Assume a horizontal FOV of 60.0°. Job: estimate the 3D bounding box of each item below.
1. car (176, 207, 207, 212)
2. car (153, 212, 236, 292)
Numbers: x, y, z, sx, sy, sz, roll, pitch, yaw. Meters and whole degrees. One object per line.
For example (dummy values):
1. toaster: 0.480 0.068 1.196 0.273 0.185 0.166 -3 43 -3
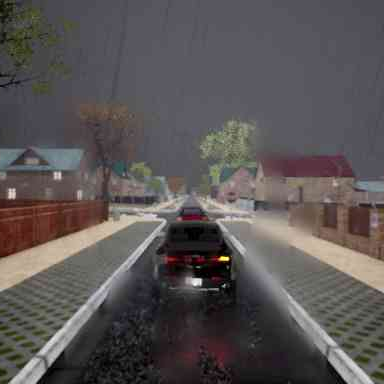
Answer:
1. car: -0.013 1.605 20.408 1.994 1.385 4.181 0 0 -1
2. car: 0.058 1.521 8.991 1.837 1.490 4.892 0 0 0
